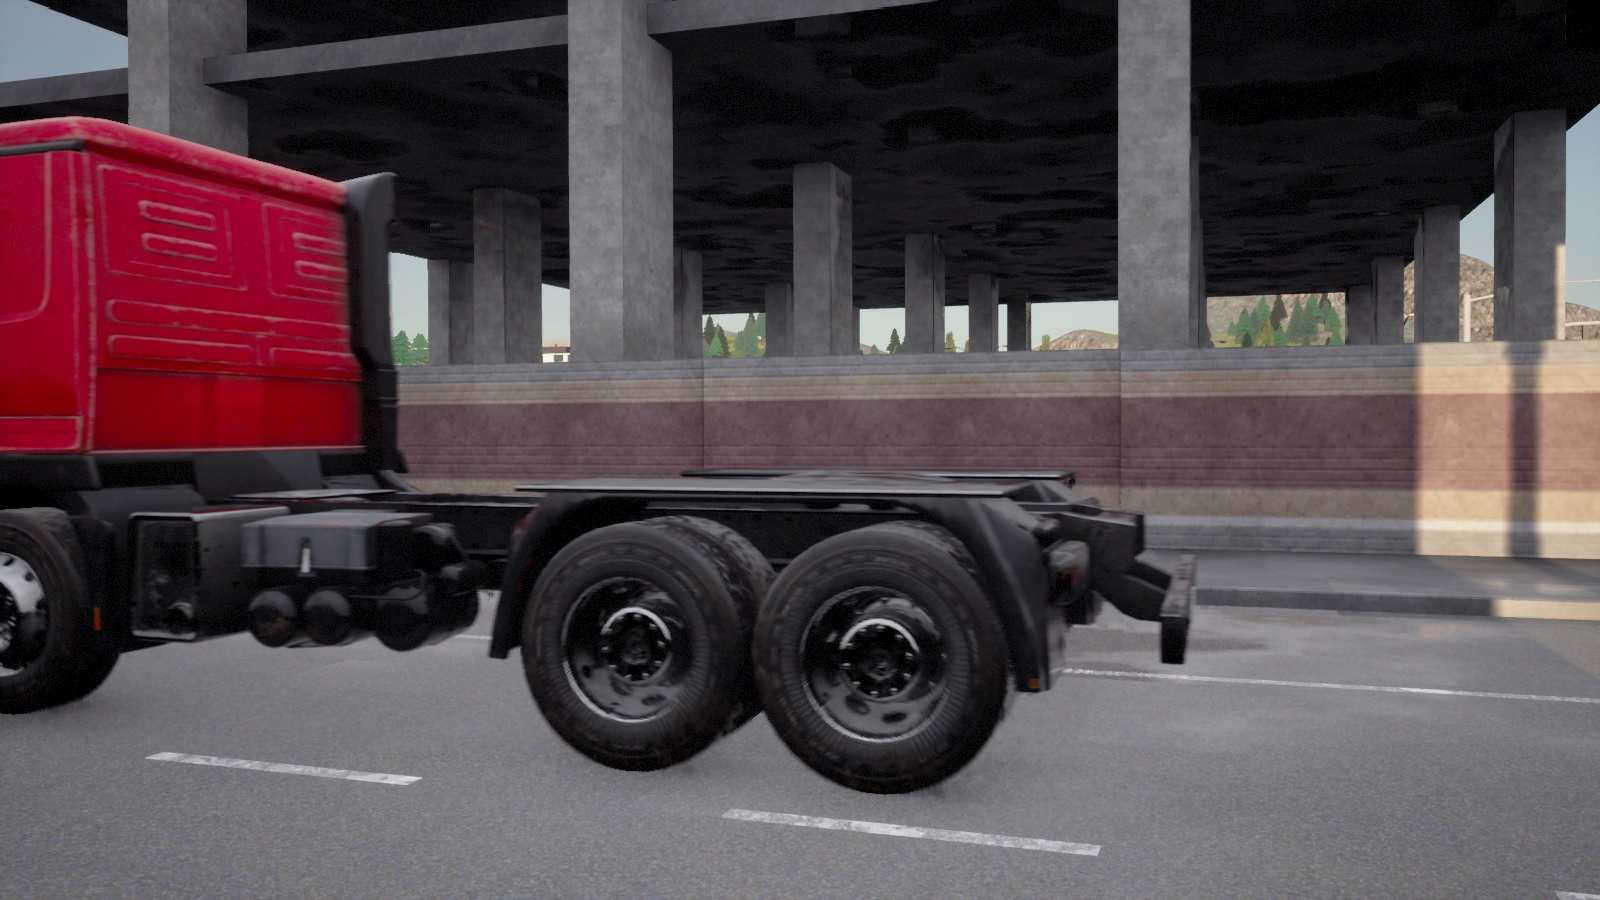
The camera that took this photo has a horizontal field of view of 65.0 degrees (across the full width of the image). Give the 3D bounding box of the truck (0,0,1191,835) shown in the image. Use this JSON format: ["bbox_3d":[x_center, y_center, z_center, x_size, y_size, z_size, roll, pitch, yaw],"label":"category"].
[{"bbox_3d":[-1.870,-0.283,7.503,7.936,3.462,2.891,1,1,19],"label":"truck"}]
